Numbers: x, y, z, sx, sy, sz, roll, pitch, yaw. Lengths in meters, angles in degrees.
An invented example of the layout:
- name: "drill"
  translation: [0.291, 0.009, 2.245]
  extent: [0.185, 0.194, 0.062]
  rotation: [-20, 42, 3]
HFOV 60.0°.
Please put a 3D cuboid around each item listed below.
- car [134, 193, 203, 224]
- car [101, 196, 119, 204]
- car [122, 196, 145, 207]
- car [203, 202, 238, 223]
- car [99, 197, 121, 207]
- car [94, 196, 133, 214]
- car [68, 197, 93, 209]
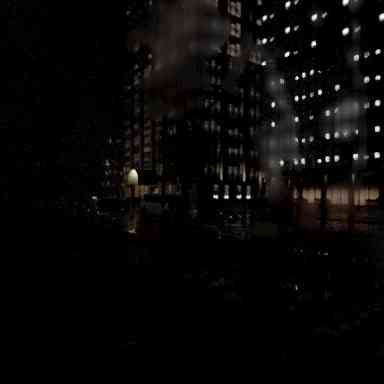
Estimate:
- name: "car"
  translation: [-1.869, 1.117, 24.146]
  extent: [2.150, 2.045, 5.566]
  rotation: [1, 0, -34]
- name: "car"
  translation: [-15.242, 1.502, 61.778]
  extent: [1.812, 1.442, 4.674]
  rotation: [1, 0, -34]
- name: "car"
  translation: [-9.440, 1.497, 53.123]
  extent: [1.837, 1.490, 4.892]
  rotation: [1, 0, -34]
- name: "car"
  translation: [1.422, 1.468, 25.066]
  extent: [1.812, 1.442, 4.674]
  rotation: [1, 0, -34]
- name: "car"
  translation: [-12.986, 1.545, 52.589]
  extent: [1.895, 1.301, 4.718]
  rotation: [1, 0, -34]
- name: "car"
  translation: [-7.795, 1.387, 32.982]
  extent: [1.837, 1.490, 4.892]
  rotation: [1, -1, -34]
- name: "car"
  translation: [-15.035, 1.387, 43.820]
  extent: [1.812, 1.442, 4.674]
  rotation: [1, -1, -34]
